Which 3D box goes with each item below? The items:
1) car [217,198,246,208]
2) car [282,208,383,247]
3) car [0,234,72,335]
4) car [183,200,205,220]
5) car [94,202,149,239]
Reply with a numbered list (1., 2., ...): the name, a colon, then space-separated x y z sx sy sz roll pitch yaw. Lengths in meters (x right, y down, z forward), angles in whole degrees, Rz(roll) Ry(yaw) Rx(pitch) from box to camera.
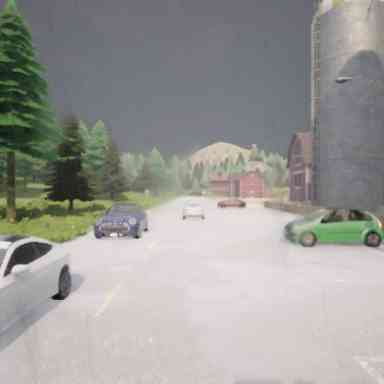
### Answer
1. car: 5.632 1.612 47.561 4.181 1.381 1.994 0 0 0
2. car: 6.062 1.504 14.552 3.988 1.617 1.851 0 0 0
3. car: -3.579 1.532 5.755 1.812 1.442 4.674 0 0 0
4. car: 0.144 1.562 28.889 1.812 1.442 4.674 0 0 0
5. car: -3.564 1.372 17.468 2.097 1.767 4.553 0 0 0
